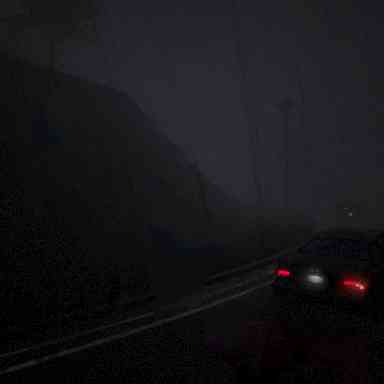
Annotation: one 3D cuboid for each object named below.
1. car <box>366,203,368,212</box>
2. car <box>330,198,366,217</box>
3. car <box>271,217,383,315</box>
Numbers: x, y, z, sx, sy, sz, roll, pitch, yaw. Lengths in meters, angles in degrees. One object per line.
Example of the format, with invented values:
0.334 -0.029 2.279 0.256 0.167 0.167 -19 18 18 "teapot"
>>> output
18.371 1.473 38.057 1.882 1.535 5.008 0 0 7 "car"
13.200 1.508 28.788 1.837 1.490 4.892 0 0 14 "car"
3.765 1.549 7.668 2.033 1.411 5.357 -1 0 40 "car"
